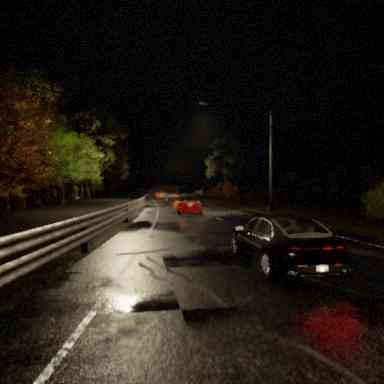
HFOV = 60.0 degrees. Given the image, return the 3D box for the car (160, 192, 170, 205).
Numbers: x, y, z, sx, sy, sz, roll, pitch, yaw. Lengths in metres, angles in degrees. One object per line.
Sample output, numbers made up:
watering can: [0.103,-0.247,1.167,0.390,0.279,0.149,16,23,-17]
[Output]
car: [-3.143,1.099,47.246,1.895,1.301,4.718,0,1,-9]

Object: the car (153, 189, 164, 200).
car: [-6.338,0.600,68.413,2.097,1.767,4.553,0,1,-9]

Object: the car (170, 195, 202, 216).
car: [-0.454,1.056,29.429,2.097,1.767,4.553,0,1,-9]

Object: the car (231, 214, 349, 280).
car: [2.518,1.414,9.725,1.837,1.490,4.892,0,1,-9]
